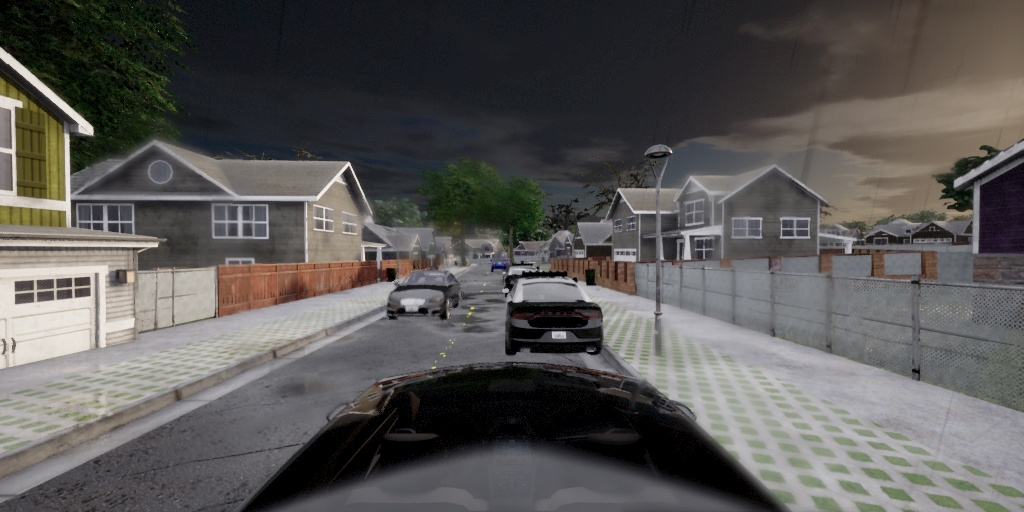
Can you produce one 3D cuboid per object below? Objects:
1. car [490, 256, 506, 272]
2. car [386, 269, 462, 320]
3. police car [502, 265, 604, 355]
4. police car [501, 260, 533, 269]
[{"bbox_3d":[-1.672,1.056,47.443,2.150,2.045,5.566,0,0,-3],"label":"car"},{"bbox_3d":[-2.915,1.247,12.691,2.128,1.511,4.902,0,0,-1],"label":"car"},{"bbox_3d":[0.783,1.176,8.832,1.930,1.638,5.238,0,0,-1],"label":"police car"},{"bbox_3d":[0.536,1.187,18.877,1.930,1.638,5.238,0,0,-2],"label":"police car"}]
